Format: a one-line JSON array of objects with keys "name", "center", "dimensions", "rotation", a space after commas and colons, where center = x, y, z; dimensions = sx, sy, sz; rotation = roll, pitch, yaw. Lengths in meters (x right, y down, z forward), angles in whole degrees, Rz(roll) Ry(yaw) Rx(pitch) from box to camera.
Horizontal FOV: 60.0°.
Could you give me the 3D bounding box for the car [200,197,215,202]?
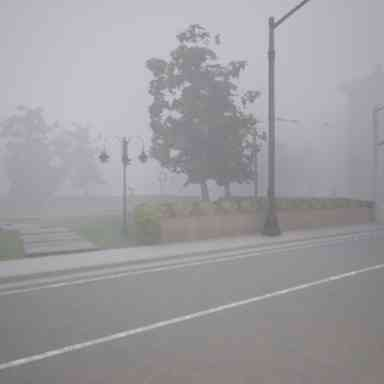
[{"name": "car", "center": [1.956, 1.578, 57.030], "dimensions": [1.895, 1.301, 4.718], "rotation": [0, 0, -34]}]
